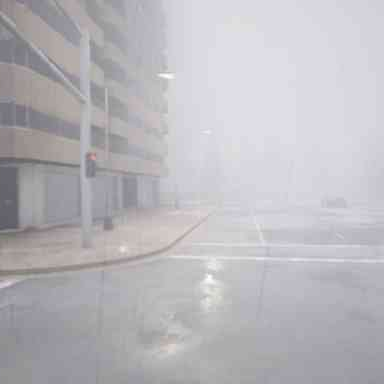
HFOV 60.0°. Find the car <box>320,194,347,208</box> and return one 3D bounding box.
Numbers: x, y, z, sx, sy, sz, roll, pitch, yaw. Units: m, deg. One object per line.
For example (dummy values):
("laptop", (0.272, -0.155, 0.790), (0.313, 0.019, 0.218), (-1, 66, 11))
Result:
("car", (15.308, 0.916, 36.060), (1.812, 1.442, 4.674), (-1, 1, 9))
